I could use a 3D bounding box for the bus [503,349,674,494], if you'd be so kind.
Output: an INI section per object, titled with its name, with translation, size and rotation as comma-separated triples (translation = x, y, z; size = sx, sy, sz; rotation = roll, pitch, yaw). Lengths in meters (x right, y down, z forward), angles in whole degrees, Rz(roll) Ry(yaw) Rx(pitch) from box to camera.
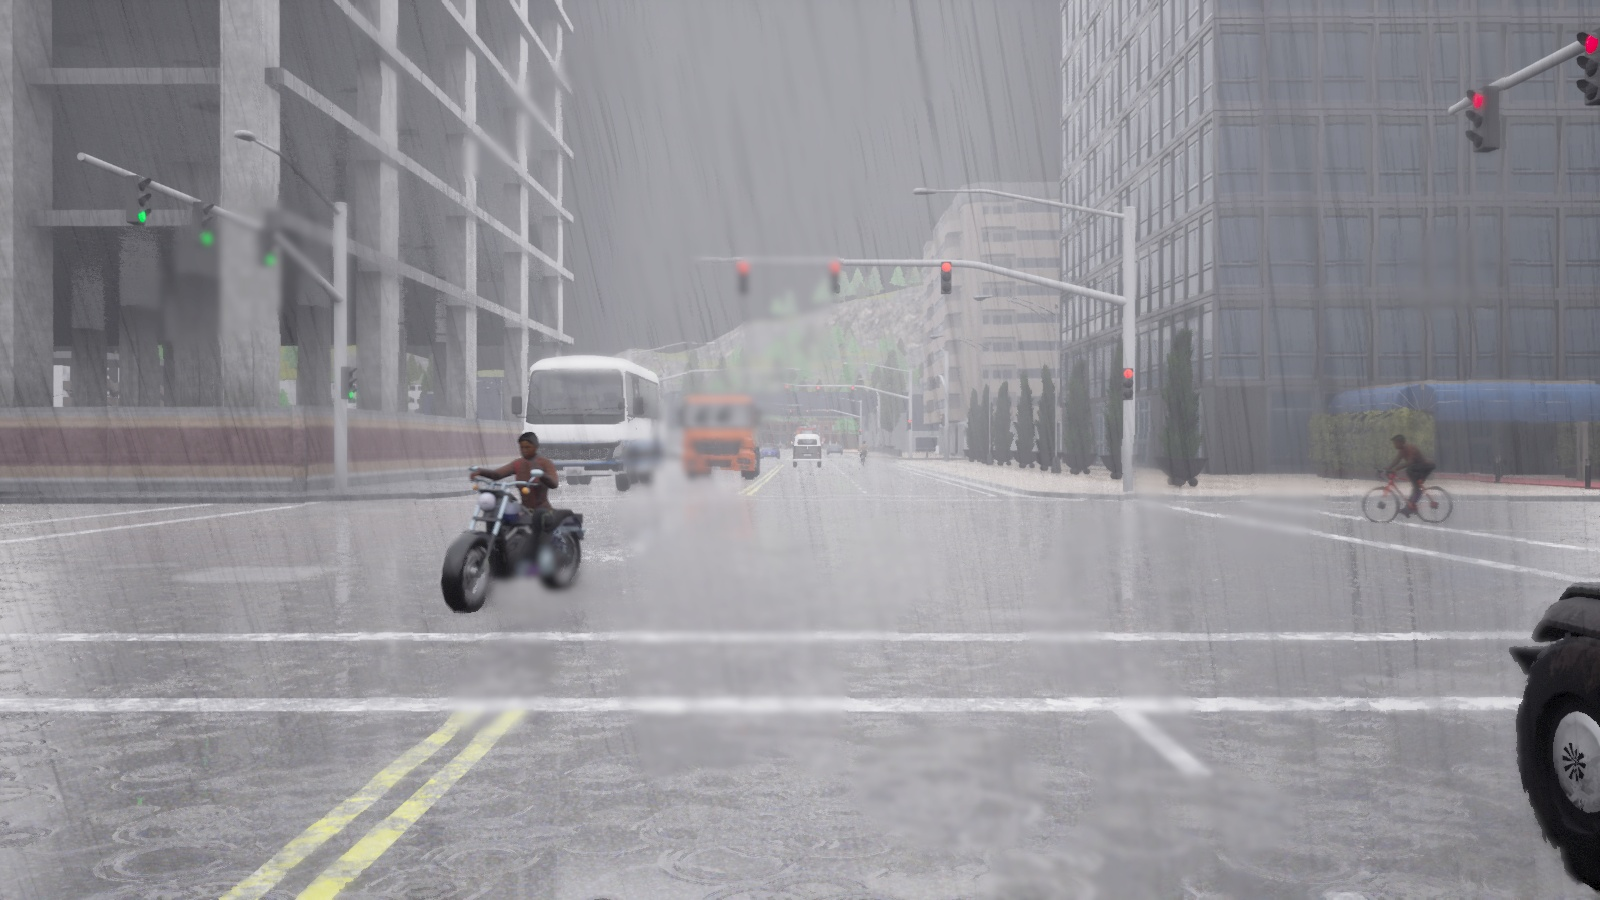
[bus]
translation = -6.747, -0.873, 42.103
size = 3.944, 4.253, 10.273
rotation = 0, 0, 0

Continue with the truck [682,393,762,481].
[truck]
translation = -3.185, -0.539, 53.286
size = 2.891, 3.462, 7.936
rotation = 0, 0, 0

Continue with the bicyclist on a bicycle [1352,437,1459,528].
[bicyclist on a bicycle]
translation = 10.986, 0.579, 22.800
size = 1.656, 1.620, 0.582
rotation = 0, 0, 0

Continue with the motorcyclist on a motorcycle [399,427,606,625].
[motorcyclist on a motorcycle]
translation = -2.704, 0.628, 11.758
size = 0.766, 1.649, 2.350
rotation = 1, 1, 18

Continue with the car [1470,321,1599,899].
[car]
translation = 3.532, 0.529, 2.910
size = 1.905, 1.878, 3.866
rotation = 0, 0, 0

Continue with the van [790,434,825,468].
[van]
translation = 0.452, 0.032, 77.677
size = 2.069, 2.038, 4.480
rotation = 0, 0, 0
